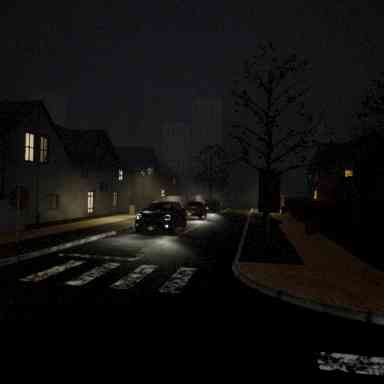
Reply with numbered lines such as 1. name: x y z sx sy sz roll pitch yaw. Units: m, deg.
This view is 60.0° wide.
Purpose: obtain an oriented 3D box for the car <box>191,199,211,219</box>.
1. car: 0.222 1.550 29.388 1.812 1.442 4.674 1 0 11

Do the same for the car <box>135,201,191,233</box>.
1. car: -1.699 1.335 19.526 2.097 1.767 4.553 1 0 11

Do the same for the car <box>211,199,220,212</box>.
1. car: 2.226 1.561 39.587 2.128 1.511 4.902 1 0 11
